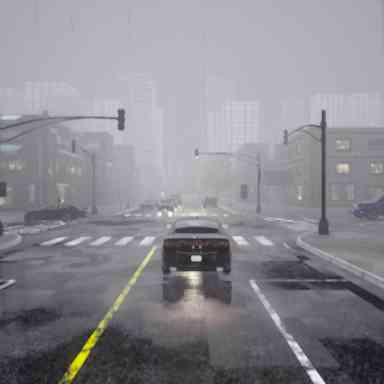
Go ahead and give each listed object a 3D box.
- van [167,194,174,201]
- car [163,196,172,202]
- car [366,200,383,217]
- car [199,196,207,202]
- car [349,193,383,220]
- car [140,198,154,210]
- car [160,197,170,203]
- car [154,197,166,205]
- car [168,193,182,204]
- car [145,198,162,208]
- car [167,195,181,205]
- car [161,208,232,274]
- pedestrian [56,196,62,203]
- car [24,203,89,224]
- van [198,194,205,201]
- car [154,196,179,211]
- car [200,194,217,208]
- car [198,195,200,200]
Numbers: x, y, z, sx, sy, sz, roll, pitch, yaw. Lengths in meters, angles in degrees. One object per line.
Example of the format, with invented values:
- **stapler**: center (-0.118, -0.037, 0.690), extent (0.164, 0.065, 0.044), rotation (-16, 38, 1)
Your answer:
- **van**: center (-5.721, 1.470, 88.151), extent (1.690, 1.788, 3.998), rotation (0, 0, 0)
- **car**: center (-5.718, 1.684, 77.100), extent (1.802, 1.307, 4.206), rotation (0, 0, 0)
- **car**: center (17.478, 1.375, 28.281), extent (4.313, 1.339, 1.947), rotation (-1, 0, 0)
- **car**: center (2.660, 1.697, 82.628), extent (1.802, 1.307, 4.206), rotation (0, 0, 0)
- **car**: center (15.161, 1.050, 25.698), extent (5.566, 2.045, 2.150), rotation (-1, 0, 0)
- **car**: center (-5.793, 1.585, 43.952), extent (1.887, 1.381, 4.507), rotation (0, 0, 0)
- **car**: center (-5.716, 1.671, 71.575), extent (1.802, 1.307, 4.206), rotation (0, 0, 0)
- **car**: center (-5.711, 1.593, 60.355), extent (1.752, 1.417, 4.829), rotation (0, 0, 0)
- **car**: center (-3.022, 1.290, 60.965), extent (2.150, 2.045, 5.566), rotation (0, 0, 0)
- **car**: center (-5.708, 1.615, 49.474), extent (1.947, 1.339, 4.313), rotation (0, 0, 0)
- **car**: center (-3.086, 1.576, 50.360), extent (1.812, 1.442, 4.674), rotation (0, 0, 0)
- **car**: center (0.164, 1.484, 10.644), extent (1.882, 1.535, 5.008), rotation (0, 0, 1)
- **pedestrian**: center (-12.523, 1.309, 31.207), extent (0.375, 1.860, 0.375), rotation (0, 0, 0)
- **car**: center (-10.254, 1.587, 25.165), extent (4.902, 1.511, 2.128), rotation (-2, -1, 10)
- **van**: center (2.656, 1.485, 93.680), extent (1.690, 1.788, 3.998), rotation (0, 0, 0)
- **car**: center (-3.106, 1.583, 40.915), extent (2.033, 1.411, 5.357), rotation (0, 0, 0)
- **car**: center (2.673, 1.364, 49.477), extent (2.192, 1.841, 5.009), rotation (0, 0, 0)
- **car**: center (2.667, 1.644, 66.054), extent (1.947, 1.339, 4.313), rotation (0, 0, 0)
